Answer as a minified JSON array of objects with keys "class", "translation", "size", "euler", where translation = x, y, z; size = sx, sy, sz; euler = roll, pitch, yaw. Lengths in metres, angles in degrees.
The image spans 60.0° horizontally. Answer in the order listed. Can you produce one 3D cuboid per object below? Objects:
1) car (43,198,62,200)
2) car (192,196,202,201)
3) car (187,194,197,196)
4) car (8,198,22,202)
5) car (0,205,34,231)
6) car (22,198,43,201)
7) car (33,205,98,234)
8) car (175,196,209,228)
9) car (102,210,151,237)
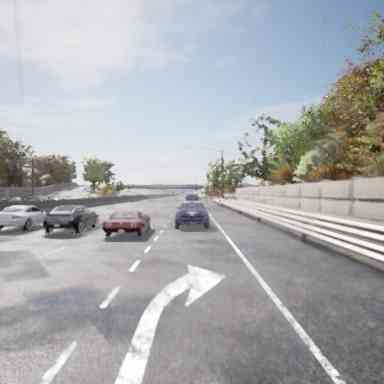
[{"class":"car","translation":[-24.480,1.684,59.962],"size":[1.994,1.385,4.181],"euler":[0,0,0]},{"class":"car","translation":[1.434,1.834,90.896],"size":[1.994,1.385,4.181],"euler":[0,-1,11]},{"class":"car","translation":[0.020,1.323,52.969],"size":[2.150,2.045,5.566],"euler":[0,0,0]},{"class":"car","translation":[-31.479,1.686,60.244],"size":[1.994,1.385,4.181],"euler":[0,0,0]},{"class":"car","translation":[-10.394,1.545,20.647],"size":[1.812,1.442,4.674],"euler":[0,0,0]},{"class":"car","translation":[-27.979,1.730,59.810],"size":[1.895,1.301,4.718],"euler":[0,0,0]},{"class":"car","translation":[-6.893,1.509,19.394],"size":[2.128,1.511,4.902],"euler":[0,0,0]},{"class":"car","translation":[0.008,1.373,22.200],"size":[2.097,1.767,4.553],"euler":[0,0,0]},{"class":"car","translation":[-3.391,1.617,18.211],"size":[1.895,1.301,4.718],"euler":[0,0,0]}]
